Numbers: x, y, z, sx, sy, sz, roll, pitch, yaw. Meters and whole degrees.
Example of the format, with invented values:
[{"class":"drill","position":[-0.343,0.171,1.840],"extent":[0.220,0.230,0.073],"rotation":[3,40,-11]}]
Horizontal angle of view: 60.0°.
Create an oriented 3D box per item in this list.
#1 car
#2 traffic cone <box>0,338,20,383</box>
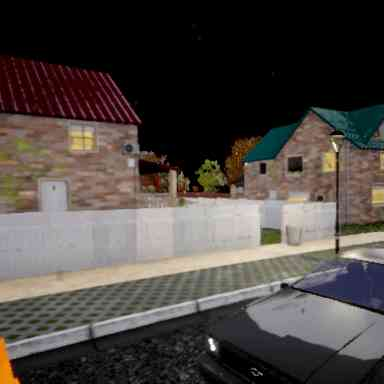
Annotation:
[{"class":"car","position":[2.675,1.532,4.479],"extent":[5.357,1.411,2.033],"rotation":[0,0,-35]},{"class":"traffic cone","position":[-2.132,1.947,3.745],"extent":[0.340,0.580,0.340],"rotation":[0,0,-35]}]
